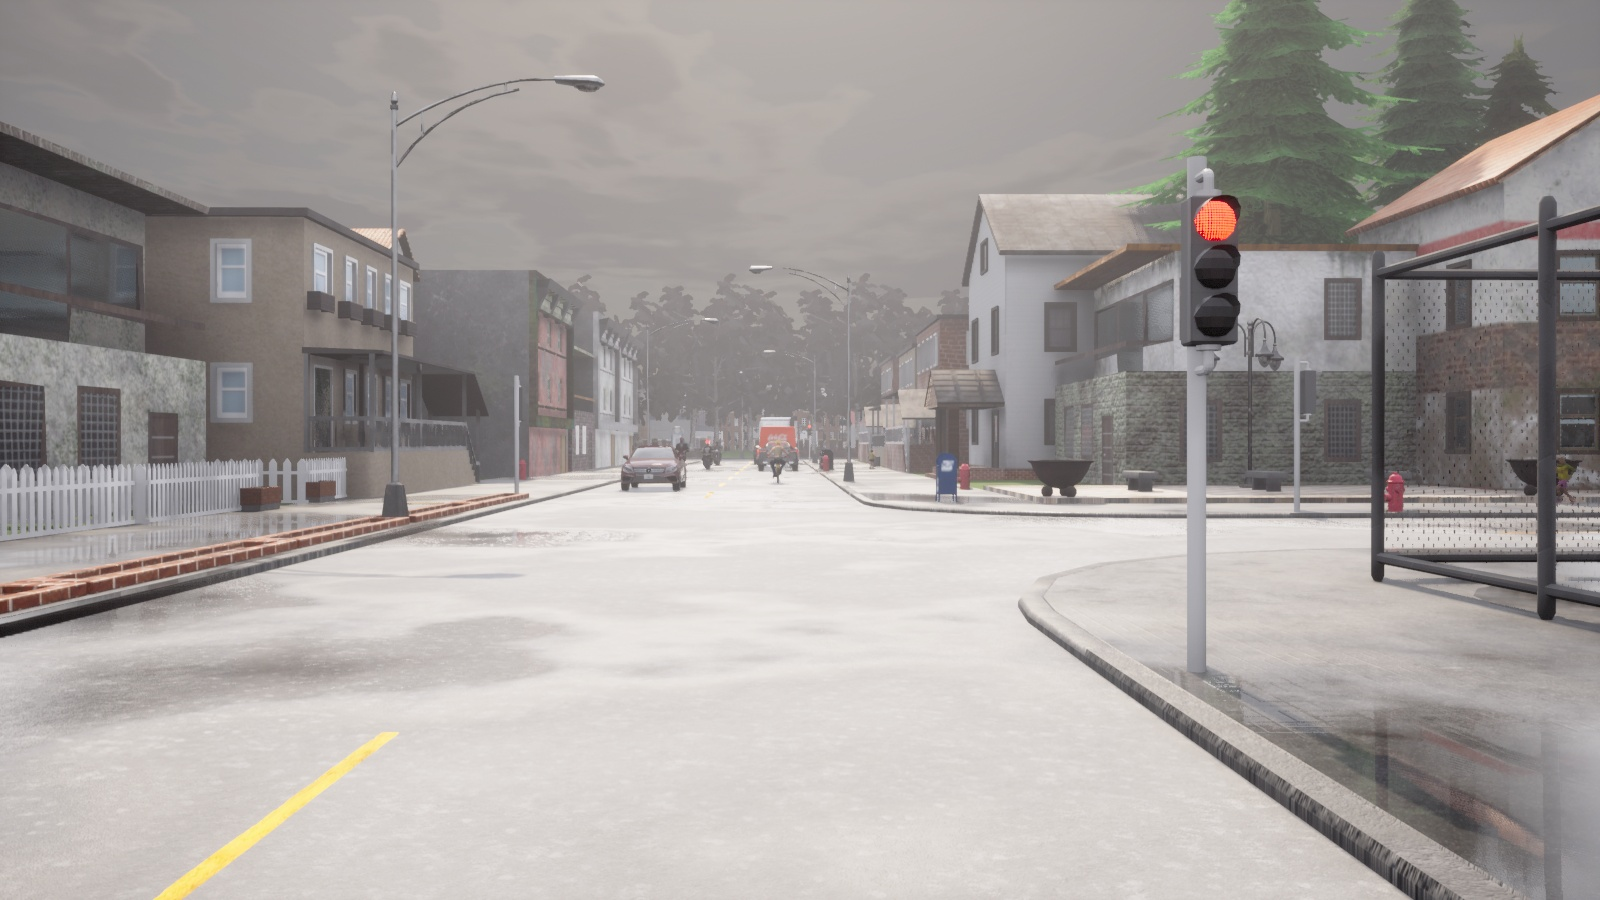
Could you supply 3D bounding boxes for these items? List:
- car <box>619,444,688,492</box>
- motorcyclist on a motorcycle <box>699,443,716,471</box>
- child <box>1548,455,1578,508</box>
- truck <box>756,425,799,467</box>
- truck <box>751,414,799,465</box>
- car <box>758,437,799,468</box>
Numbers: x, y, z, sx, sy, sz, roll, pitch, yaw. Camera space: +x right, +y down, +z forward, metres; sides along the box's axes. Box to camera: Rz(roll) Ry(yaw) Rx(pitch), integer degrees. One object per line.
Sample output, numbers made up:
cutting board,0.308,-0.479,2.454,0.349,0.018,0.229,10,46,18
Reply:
car,-4.706,0.538,40.827,1.812,1.442,4.674,0,0,-2
motorcyclist on a motorcycle,-5.239,0.375,71.191,0.866,1.530,2.191,0,0,-1
child,16.903,0.693,27.831,0.473,1.160,0.299,0,0,-3
truck,-1.380,-0.204,78.588,2.627,2.467,5.204,0,-1,-1
truck,-1.670,-0.740,89.094,2.891,3.462,7.936,0,0,3
car,-1.195,0.136,68.583,2.152,1.651,5.027,0,0,-1
